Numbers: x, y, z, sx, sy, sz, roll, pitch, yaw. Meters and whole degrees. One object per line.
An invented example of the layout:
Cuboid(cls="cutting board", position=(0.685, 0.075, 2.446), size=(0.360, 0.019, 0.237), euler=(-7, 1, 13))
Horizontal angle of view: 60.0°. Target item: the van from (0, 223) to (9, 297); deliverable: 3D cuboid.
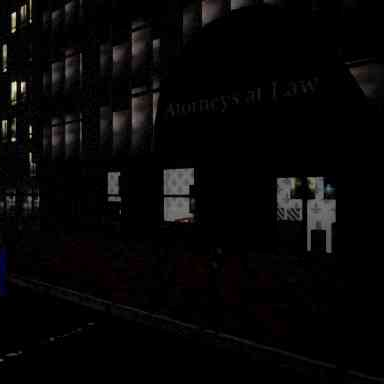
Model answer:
Cuboid(cls="van", position=(-5.363, 1.341, 6.694), size=(3.998, 1.788, 1.690), euler=(0, 0, 35))
